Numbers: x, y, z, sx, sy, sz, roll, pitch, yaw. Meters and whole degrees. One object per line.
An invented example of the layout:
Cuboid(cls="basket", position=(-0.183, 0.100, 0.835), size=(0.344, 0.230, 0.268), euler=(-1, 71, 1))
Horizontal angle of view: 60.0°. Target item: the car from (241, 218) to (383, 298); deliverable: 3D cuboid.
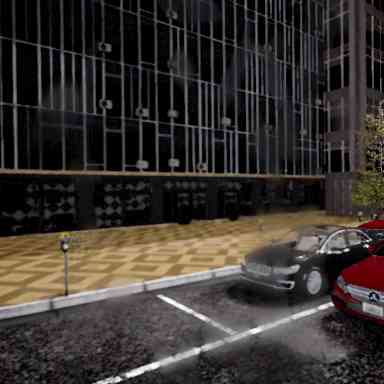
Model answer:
Cuboid(cls="car", position=(3.169, 1.538, 8.375), size=(4.403, 1.369, 2.008), euler=(0, -1, -36))

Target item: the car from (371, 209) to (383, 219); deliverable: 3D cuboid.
Cuboid(cls="car", position=(7.764, 1.293, 11.659), size=(5.009, 1.841, 2.192), euler=(0, -1, -36))

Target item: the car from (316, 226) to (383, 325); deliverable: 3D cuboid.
Cuboid(cls="car", position=(4.627, 1.513, 6.375), size=(4.674, 1.442, 1.812), euler=(0, 0, -36))
